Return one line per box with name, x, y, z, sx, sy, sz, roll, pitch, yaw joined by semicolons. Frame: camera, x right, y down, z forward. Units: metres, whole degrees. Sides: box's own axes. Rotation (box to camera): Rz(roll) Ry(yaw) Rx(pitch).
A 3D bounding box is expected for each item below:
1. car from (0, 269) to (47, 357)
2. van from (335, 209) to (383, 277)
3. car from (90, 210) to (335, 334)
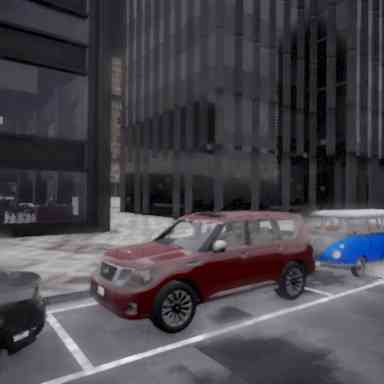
car;-4.039;1.539;3.765;4.403;1.369;2.008;1;0;-35
van;5.095;1.435;10.280;3.998;1.788;1.690;1;0;-35
car;0.530;1.356;7.023;5.009;1.841;2.192;1;0;-35
